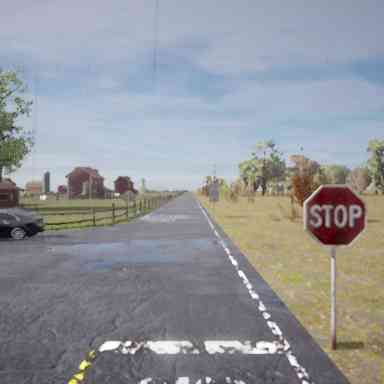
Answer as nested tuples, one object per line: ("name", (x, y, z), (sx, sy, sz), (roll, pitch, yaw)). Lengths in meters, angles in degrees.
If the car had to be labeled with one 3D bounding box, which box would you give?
("car", (-9.821, 1.629, 16.382), (4.892, 1.490, 1.837), (-1, 5, -11))
